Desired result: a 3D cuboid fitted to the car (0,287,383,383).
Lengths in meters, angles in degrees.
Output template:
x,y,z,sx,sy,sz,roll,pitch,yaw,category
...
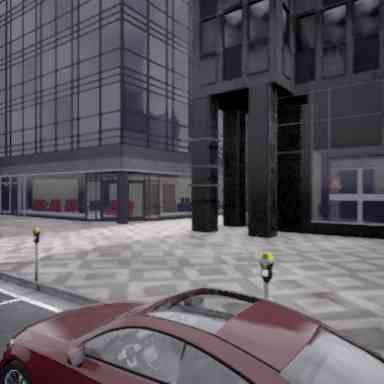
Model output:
x,y,z,sx,sy,sz,roll,pitch,yaw,category
-0.053,1.581,3.000,4.206,1.307,1.802,0,0,35,car
